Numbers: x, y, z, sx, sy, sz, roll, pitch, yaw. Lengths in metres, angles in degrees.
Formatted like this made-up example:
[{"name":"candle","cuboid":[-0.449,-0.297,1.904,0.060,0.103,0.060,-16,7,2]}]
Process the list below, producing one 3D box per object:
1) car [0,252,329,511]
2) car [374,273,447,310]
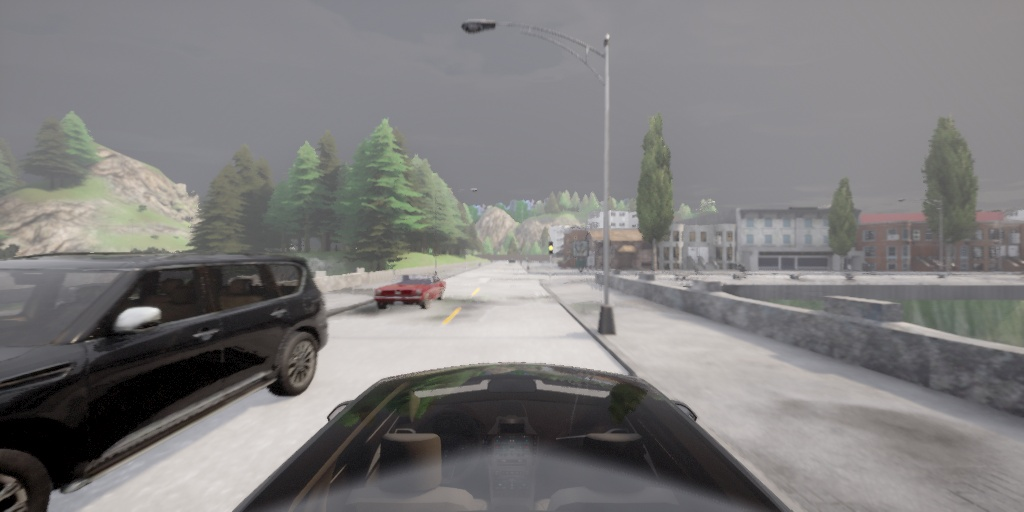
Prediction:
[{"name":"car","cuboid":[-4.097,0.972,3.688,2.150,2.045,5.566,0,0,0]},{"name":"car","cuboid":[-4.070,1.383,15.063,1.895,1.301,4.718,0,0,0]}]
